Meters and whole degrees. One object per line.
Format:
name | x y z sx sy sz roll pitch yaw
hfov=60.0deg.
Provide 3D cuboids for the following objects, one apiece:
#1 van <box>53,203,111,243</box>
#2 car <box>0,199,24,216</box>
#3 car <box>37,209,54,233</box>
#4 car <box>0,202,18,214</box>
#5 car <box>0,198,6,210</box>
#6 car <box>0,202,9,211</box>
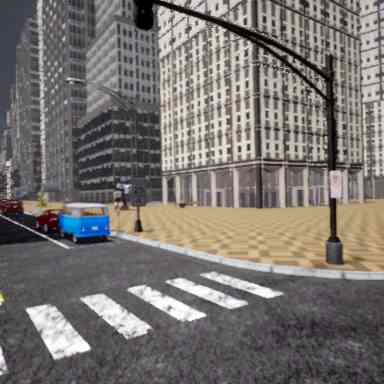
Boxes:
van | -5.488 1.461 16.751 1.690 1.788 3.998 -1 0 -34
car | -21.250 1.790 39.517 2.192 1.841 5.009 -1 0 -34
car | -8.692 1.737 21.265 1.887 1.381 4.507 -1 0 -34
car | -24.380 2.090 44.084 1.887 1.381 4.507 -1 0 -34
car | -33.787 2.071 57.786 2.192 1.841 5.009 -1 0 -34
car | -30.648 2.251 53.218 1.947 1.339 4.313 -1 0 -34
